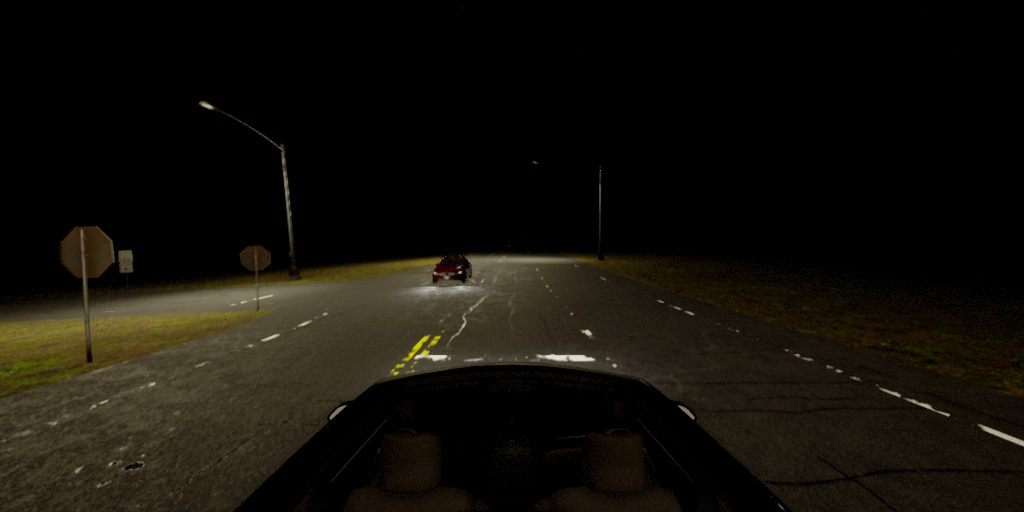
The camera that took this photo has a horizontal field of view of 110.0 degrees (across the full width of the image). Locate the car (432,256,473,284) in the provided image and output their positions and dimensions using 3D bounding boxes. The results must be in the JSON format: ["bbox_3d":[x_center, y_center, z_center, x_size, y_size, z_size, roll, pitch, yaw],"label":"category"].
[{"bbox_3d":[-3.432,0.771,21.269,1.812,1.442,4.674,-1,3,1],"label":"car"}]
